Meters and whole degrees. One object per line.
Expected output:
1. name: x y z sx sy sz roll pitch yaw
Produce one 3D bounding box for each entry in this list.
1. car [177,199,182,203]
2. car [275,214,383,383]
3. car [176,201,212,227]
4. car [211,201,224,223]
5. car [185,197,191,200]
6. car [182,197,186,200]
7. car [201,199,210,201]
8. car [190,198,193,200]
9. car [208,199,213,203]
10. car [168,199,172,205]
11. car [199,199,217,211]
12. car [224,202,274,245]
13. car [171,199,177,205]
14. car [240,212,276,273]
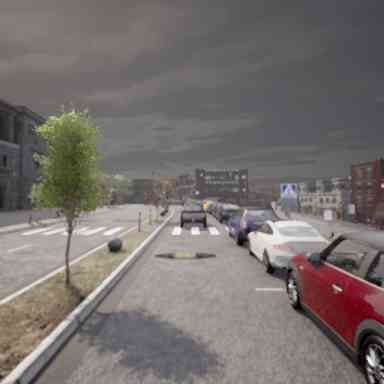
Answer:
1. car: -1.246 2.205 77.044 2.435 2.045 5.566 0 -1 -10
2. car: 2.998 1.392 5.134 2.185 1.767 4.553 0 0 0
3. car: 0.103 1.681 24.475 2.128 1.511 4.902 0 0 0
4. car: 2.999 1.695 27.244 2.231 1.521 4.892 0 0 0
5. car: 0.532 2.232 65.937 2.231 1.521 4.892 0 -1 -7
6. car: -0.309 2.208 71.511 2.185 1.767 4.553 0 -1 -9
7. car: 2.647 1.908 43.853 2.097 1.535 5.008 0 -1 -2
8. car: 1.220 2.191 60.559 2.002 1.452 4.674 0 -1 -6
9. car: 2.991 1.752 32.763 2.231 1.521 4.892 0 -1 0
10. car: -4.739 2.994 93.243 2.002 1.452 4.674 0 -2 -14
11. car: 2.299 1.862 49.367 2.185 1.767 4.553 0 -1 -4
12. car: 2.998 1.480 16.303 2.185 1.767 4.553 0 0 0
13. car: -3.469 2.806 87.852 2.002 1.452 4.674 0 -2 -12
14. car: 2.998 1.602 10.809 2.002 1.452 4.674 0 0 0
